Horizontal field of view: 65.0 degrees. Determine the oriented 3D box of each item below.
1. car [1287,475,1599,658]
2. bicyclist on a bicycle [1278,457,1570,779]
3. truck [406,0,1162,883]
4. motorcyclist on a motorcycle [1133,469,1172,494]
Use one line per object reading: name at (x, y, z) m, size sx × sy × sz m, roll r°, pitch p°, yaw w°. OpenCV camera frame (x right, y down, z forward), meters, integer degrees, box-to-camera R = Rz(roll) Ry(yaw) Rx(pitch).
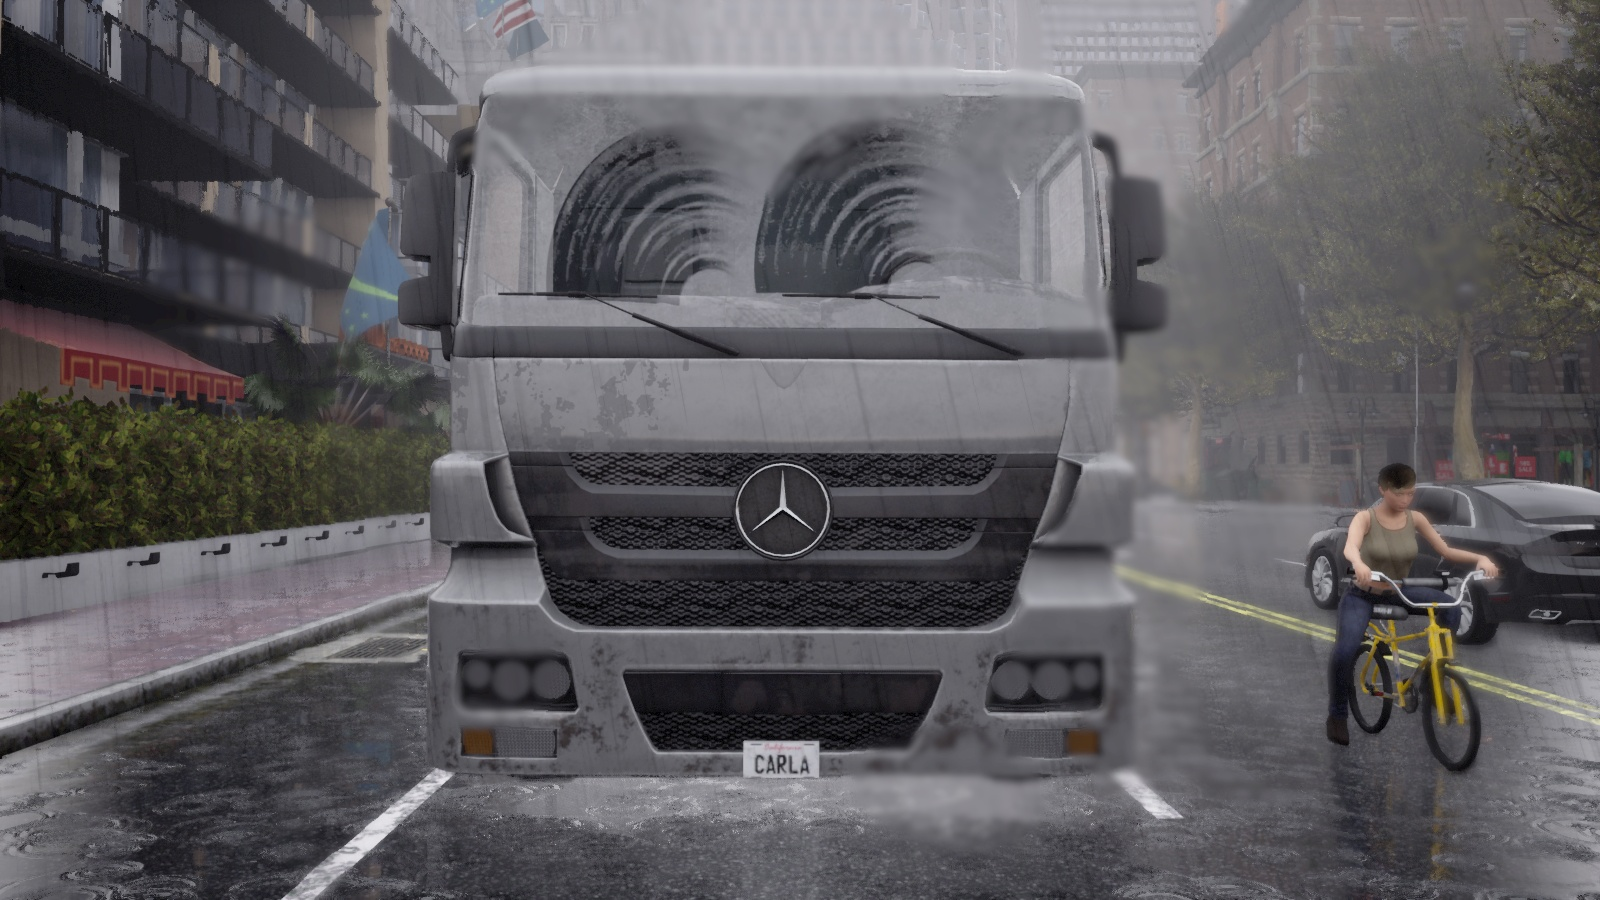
car at (6.867, 1.007, 12.815) m, size 1.837 × 1.490 × 4.892 m, roll 0°, pitch -1°, yaw -1°
bicyclist on a bicycle at (3.422, 0.856, 7.063) m, size 0.866 × 1.612 × 1.509 m, roll 0°, pitch -1°, yaw 0°
truck at (-0.100, -0.020, 8.798) m, size 2.891 × 3.462 × 7.936 m, roll 0°, pitch -1°, yaw -1°
motorcyclist on a motorcycle at (22.973, 2.043, 81.806) m, size 2.350 × 1.649 × 0.766 m, roll 0°, pitch -1°, yaw 1°
